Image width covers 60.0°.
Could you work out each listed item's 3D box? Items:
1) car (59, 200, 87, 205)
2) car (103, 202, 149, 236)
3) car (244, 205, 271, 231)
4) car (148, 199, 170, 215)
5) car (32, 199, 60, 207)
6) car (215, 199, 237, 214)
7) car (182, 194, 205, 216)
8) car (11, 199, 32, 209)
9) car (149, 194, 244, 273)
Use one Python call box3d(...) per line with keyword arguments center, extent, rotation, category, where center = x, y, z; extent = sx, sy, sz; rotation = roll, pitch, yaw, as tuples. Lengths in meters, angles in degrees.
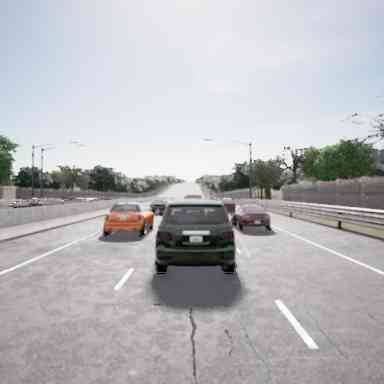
box3d(center=(-14.042, 1.637, 41.192), extent=(2.033, 1.411, 5.357), rotation=(0, 0, 0), category="car")
box3d(center=(-3.384, 1.344, 18.531), extent=(2.097, 1.767, 4.553), rotation=(0, 0, 0), category="car")
box3d(center=(3.622, 1.522, 20.645), extent=(1.812, 1.442, 4.674), rotation=(0, 0, 0), category="car")
box3d(center=(-3.358, 1.555, 35.023), extent=(1.837, 1.490, 4.892), rotation=(0, -1, 0), category="car")
box3d(center=(-17.537, 1.569, 41.475), extent=(1.882, 1.535, 5.008), rotation=(0, 0, 0), category="car")
box3d(center=(3.645, 1.537, 36.221), extent=(1.882, 1.535, 5.008), rotation=(0, -1, 0), category="car")
box3d(center=(0.140, 1.261, 33.787), extent=(2.150, 2.045, 5.566), rotation=(0, -1, 0), category="car")
box3d(center=(-21.032, 1.647, 42.758), extent=(2.033, 1.411, 5.357), rotation=(0, 0, 0), category="car")
box3d(center=(0.082, 1.216, 10.757), extent=(2.150, 2.045, 5.566), rotation=(0, 0, 0), category="car")
